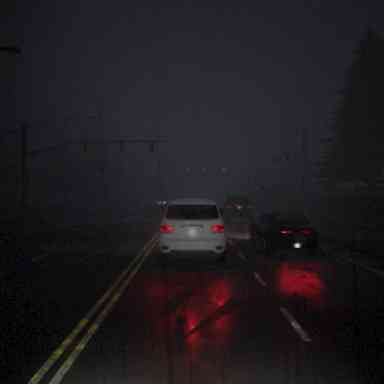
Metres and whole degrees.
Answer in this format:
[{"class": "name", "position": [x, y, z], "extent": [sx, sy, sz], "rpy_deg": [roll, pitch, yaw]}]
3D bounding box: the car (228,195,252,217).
[{"class": "car", "position": [3.688, 1.247, 27.174], "extent": [2.150, 2.045, 5.566], "rpy_deg": [0, 0, 4]}]

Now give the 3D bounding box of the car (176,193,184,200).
[{"class": "car", "position": [-3.502, 1.235, 94.406], "extent": [2.097, 1.767, 4.553], "rpy_deg": [0, 0, 0]}]

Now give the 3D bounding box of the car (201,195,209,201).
[{"class": "car", "position": [3.498, 1.609, 90.511], "extent": [1.812, 1.442, 4.674], "rpy_deg": [0, 0, 0]}]

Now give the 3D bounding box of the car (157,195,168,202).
[{"class": "car", "position": [-7.002, 1.601, 78.648], "extent": [2.128, 1.511, 4.902], "rpy_deg": [0, 0, 0]}]

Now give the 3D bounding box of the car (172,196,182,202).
[{"class": "car", "position": [-3.502, 1.629, 78.647], "extent": [1.994, 1.385, 4.181], "rpy_deg": [0, 0, 0]}]

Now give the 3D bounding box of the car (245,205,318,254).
[{"class": "car", "position": [3.543, 1.519, 13.529], "extent": [1.837, 1.490, 4.892], "rpy_deg": [0, 0, 1]}]

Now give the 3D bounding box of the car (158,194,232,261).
[{"class": "car", "position": [0.031, 1.235, 12.413], "extent": [2.150, 2.045, 5.566], "rpy_deg": [0, 0, 0]}]

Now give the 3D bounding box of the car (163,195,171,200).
[{"class": "car", "position": [-7.002, 1.475, 94.346], "extent": [1.895, 1.301, 4.718], "rpy_deg": [0, 0, 0]}]

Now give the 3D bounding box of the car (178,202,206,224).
[{"class": "car", "position": [0.024, 1.573, 26.368], "extent": [2.033, 1.411, 5.357], "rpy_deg": [0, 0, 0]}]

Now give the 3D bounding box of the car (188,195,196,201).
[{"class": "car", "position": [-0.002, 1.611, 90.255], "extent": [2.128, 1.511, 4.902], "rpy_deg": [0, 0, 0]}]
